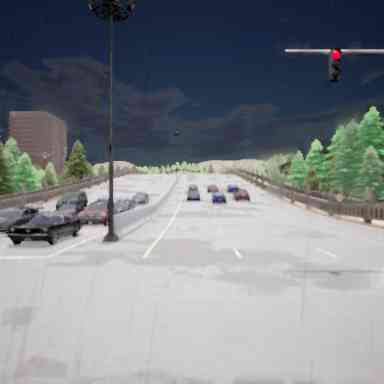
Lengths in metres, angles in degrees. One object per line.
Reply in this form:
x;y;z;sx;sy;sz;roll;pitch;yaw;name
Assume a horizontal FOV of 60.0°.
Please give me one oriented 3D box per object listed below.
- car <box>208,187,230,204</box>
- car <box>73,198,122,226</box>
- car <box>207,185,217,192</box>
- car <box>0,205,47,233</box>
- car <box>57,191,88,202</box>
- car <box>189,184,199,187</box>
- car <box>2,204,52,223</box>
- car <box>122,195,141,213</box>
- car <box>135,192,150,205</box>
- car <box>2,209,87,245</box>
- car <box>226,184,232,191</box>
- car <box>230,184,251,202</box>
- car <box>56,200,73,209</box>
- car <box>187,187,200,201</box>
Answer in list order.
3.723;0.663;46.630;1.882;1.535;5.008;0;5;0;car
-7.057;1.572;25.387;2.097;1.767;4.553;0;0;0;car
3.706;-0.652;59.244;1.994;1.385;4.181;0;7;0;car
-10.561;1.692;19.931;1.837;1.490;4.892;0;-1;0;car
-13.993;0.986;39.265;2.150;2.045;5.566;0;4;1;car
0.204;-0.639;59.012;2.033;1.411;5.357;0;7;0;car
-14.046;1.788;28.631;1.895;1.301;4.718;0;1;0;car
-7.035;1.506;34.420;2.128;1.511;4.902;0;2;0;car
-6.931;0.815;45.177;2.128;1.511;4.902;0;5;1;car
-7.075;1.759;16.576;1.895;1.301;4.718;0;-1;0;car
7.204;-0.708;58.957;1.882;1.535;5.008;0;7;0;car
7.238;0.318;48.830;2.097;1.767;4.553;0;6;0;car
-10.552;1.747;28.825;1.994;1.385;4.181;0;1;-1;car
0.239;0.513;49.067;1.994;1.385;4.181;0;6;0;car
